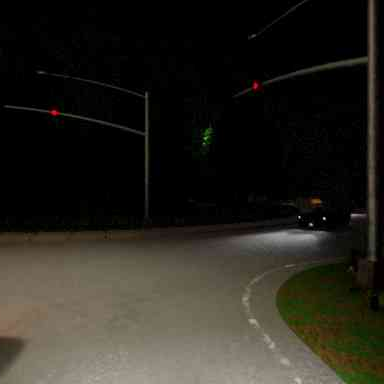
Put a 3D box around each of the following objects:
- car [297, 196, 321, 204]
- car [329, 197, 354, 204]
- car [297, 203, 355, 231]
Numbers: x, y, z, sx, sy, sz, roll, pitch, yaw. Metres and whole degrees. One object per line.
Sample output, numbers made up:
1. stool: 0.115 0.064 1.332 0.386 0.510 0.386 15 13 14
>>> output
1. car: 19.615 1.467 56.066 1.882 1.535 5.008 0 0 -16
2. car: 15.928 1.547 35.891 1.994 1.385 4.181 0 0 10
3. car: 8.354 1.580 20.893 1.895 1.301 4.718 0 0 41
